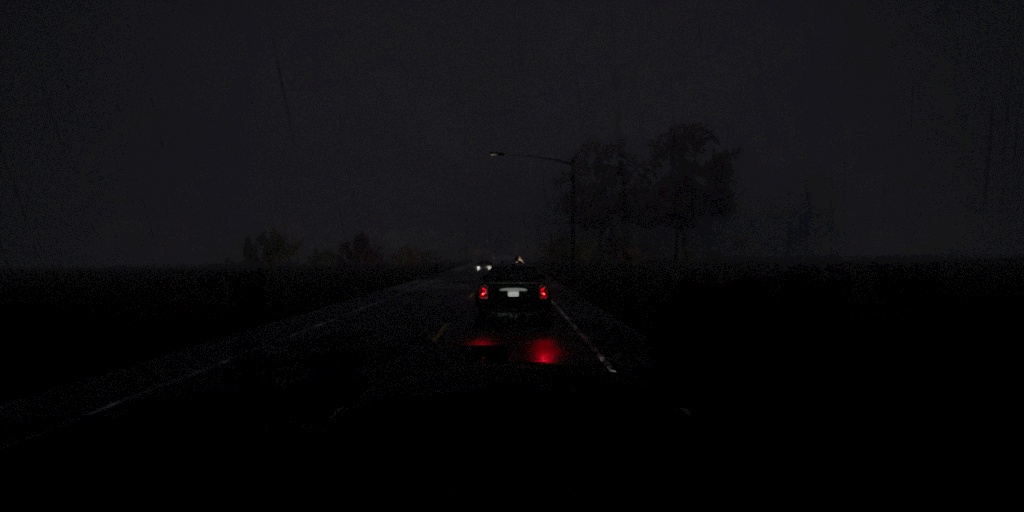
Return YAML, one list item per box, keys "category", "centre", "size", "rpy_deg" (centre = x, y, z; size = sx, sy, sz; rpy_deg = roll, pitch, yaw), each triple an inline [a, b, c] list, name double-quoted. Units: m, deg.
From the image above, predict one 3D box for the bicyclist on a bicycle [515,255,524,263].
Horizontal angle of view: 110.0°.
- category: "bicyclist on a bicycle"
  centre: [0.710, 0.835, 32.879]
  size: [0.866, 1.612, 1.509]
  rpy_deg: [0, 0, -1]

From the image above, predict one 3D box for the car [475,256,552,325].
- category: "car"
  centre: [0.021, 0.991, 11.486]
  size: [2.097, 1.767, 4.553]
  rpy_deg: [0, 1, -1]

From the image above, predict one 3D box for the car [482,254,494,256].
- category: "car"
  centre: [-4.082, 0.644, 53.439]
  size: [1.882, 1.535, 5.008]
  rpy_deg: [0, 1, -1]
